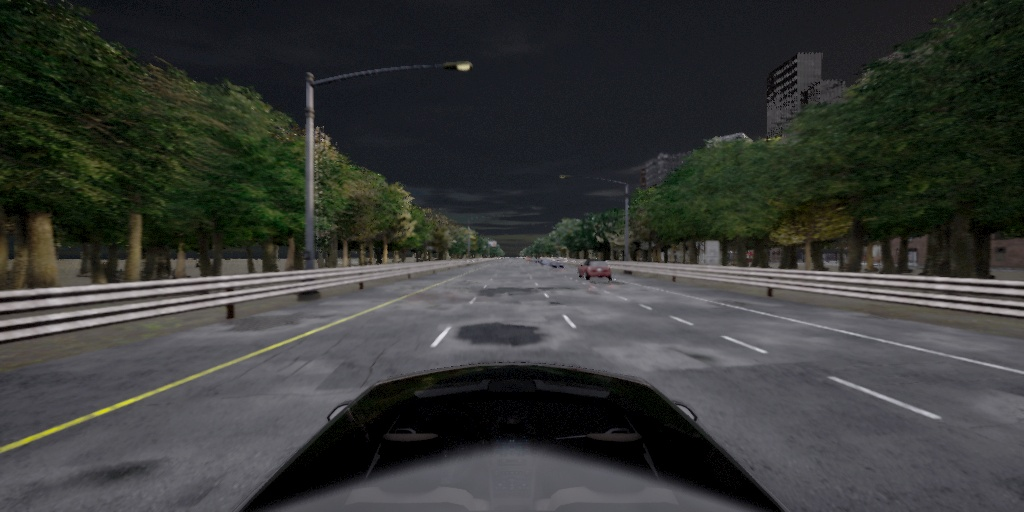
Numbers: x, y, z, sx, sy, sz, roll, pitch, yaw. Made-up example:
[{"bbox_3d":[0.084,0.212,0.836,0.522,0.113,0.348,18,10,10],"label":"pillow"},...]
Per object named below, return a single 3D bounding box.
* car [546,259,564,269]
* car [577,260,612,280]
[{"bbox_3d":[6.992,1.378,56.846,1.895,1.301,4.718,0,0,0],"label":"car"},{"bbox_3d":[6.995,1.112,30.848,2.097,1.767,4.553,0,0,0],"label":"car"}]
